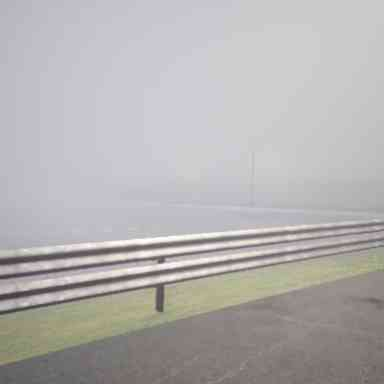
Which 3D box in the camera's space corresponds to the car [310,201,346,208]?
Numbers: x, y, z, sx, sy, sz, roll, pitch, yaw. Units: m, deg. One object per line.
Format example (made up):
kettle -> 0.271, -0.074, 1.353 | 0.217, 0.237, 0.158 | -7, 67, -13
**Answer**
car -> 19.884, 1.967, 48.548 | 4.718, 1.301, 1.895 | 1, -1, 28
